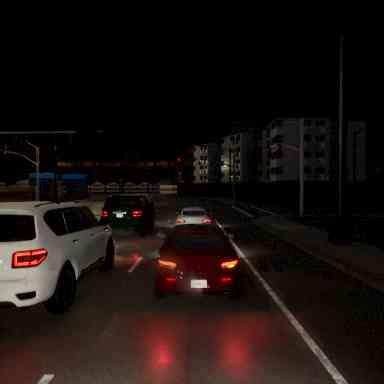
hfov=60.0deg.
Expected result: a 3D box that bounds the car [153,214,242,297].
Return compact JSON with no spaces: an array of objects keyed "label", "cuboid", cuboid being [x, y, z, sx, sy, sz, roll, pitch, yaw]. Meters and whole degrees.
[{"label":"car","cuboid":[0.118,1.521,8.423,1.812,1.442,4.674,0,0,0]}]

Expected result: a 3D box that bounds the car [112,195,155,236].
[{"label":"car","cuboid":[-3.355,1.179,18.139,2.150,2.045,5.566,0,0,0]}]

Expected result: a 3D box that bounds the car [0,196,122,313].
[{"label":"car","cuboid":[-3.385,1.218,7.780,2.150,2.045,5.566,0,0,0]}]

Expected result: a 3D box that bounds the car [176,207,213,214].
[{"label":"car","cuboid":[0.112,1.490,17.510,1.812,1.442,4.674,0,0,1]}]
